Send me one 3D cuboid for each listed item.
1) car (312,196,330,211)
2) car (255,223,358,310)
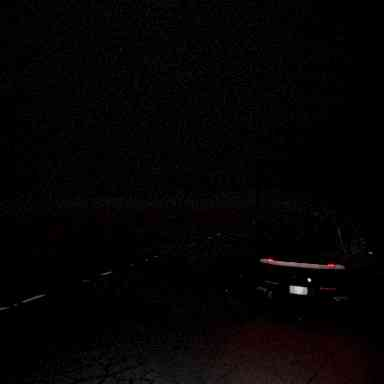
[{"bbox_3d":[18.725,1.650,48.152,2.150,2.045,5.566,0,-1,19],"label":"car"},{"bbox_3d":[2.844,1.509,8.019,2.128,1.511,4.902,0,0,24],"label":"car"}]
